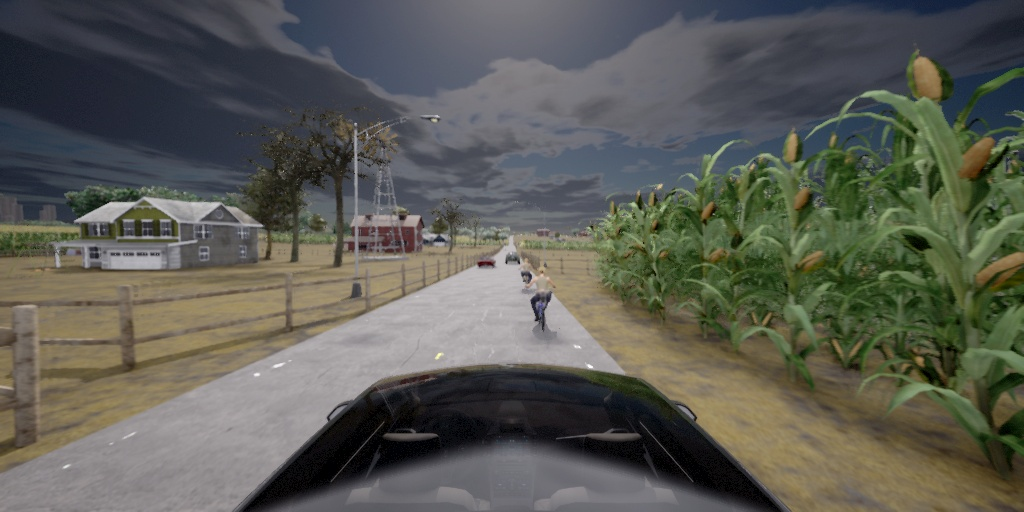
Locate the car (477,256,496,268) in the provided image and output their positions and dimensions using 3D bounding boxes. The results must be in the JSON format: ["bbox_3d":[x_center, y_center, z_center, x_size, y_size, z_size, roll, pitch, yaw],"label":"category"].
[{"bbox_3d":[-2.842,0.686,40.691,1.895,1.301,4.718,0,1,0],"label":"car"}]

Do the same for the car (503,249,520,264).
[{"bbox_3d":[0.094,0.175,54.110,2.097,1.767,4.553,0,1,0],"label":"car"}]

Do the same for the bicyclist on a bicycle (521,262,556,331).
[{"bbox_3d":[0.771,1.062,9.467,0.866,1.612,1.509,0,1,0],"label":"bicyclist on a bicycle"}]

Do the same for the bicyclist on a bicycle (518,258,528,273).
[{"bbox_3d":[0.737,0.914,18.399,0.866,1.612,1.509,0,1,0],"label":"bicyclist on a bicycle"}]
